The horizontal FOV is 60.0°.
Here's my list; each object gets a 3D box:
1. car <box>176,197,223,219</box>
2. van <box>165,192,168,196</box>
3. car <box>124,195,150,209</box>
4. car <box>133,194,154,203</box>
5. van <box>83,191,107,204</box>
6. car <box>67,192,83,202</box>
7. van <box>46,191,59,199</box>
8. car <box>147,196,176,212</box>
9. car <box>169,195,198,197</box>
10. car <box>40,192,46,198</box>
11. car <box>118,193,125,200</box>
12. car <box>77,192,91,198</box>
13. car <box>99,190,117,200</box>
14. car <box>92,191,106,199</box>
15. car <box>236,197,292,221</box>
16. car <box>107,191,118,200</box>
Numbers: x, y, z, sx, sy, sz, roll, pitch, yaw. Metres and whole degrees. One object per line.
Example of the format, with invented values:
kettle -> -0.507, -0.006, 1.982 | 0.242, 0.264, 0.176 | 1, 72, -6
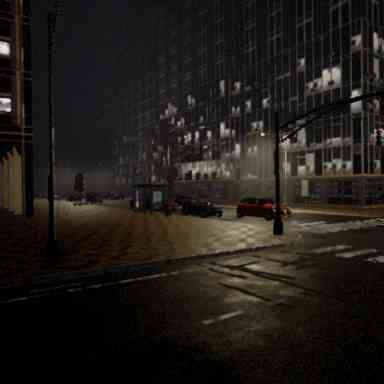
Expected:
car -> 0.790, 1.425, 28.049 | 1.947, 1.339, 4.313 | -1, 1, -34
van -> -5.009, 0.854, 51.616 | 1.690, 1.788, 3.998 | -1, 1, -34
car -> -5.560, 1.321, 37.479 | 1.947, 1.339, 4.313 | -1, 1, -34
car -> -8.215, 1.042, 56.312 | 1.802, 1.307, 4.206 | -1, 1, -34
van -> -15.134, 0.939, 51.583 | 1.690, 1.788, 3.998 | -1, 1, -34
car -> -21.548, 1.041, 60.971 | 2.008, 1.369, 4.403 | 0, 1, -34
van -> -31.166, 0.670, 75.047 | 1.690, 1.788, 3.998 | 0, 1, -34
car -> -2.402, 1.389, 32.754 | 1.802, 1.307, 4.206 | -1, 1, -34
car -> -0.032, 1.117, 34.055 | 2.097, 1.767, 4.553 | -1, 1, -34
car -> -34.372, 0.715, 79.741 | 1.967, 1.590, 4.097 | 0, 1, -34
car -> -14.628, 0.935, 65.698 | 1.802, 1.307, 4.206 | -1, 1, -34
car -> -27.453, 0.688, 84.468 | 2.008, 1.369, 4.403 | -1, 1, -34
car -> -17.834, 0.614, 70.387 | 2.192, 1.841, 5.009 | -1, 1, -34
car -> -21.041, 0.685, 75.081 | 1.967, 1.590, 4.097 | -1, 1, -34
car -> 5.544, 1.207, 25.891 | 2.097, 1.767, 4.553 | -1, 1, -34
car -> -14.622, 0.496, 55.573 | 2.097, 1.767, 4.553 | -1, 1, -34
